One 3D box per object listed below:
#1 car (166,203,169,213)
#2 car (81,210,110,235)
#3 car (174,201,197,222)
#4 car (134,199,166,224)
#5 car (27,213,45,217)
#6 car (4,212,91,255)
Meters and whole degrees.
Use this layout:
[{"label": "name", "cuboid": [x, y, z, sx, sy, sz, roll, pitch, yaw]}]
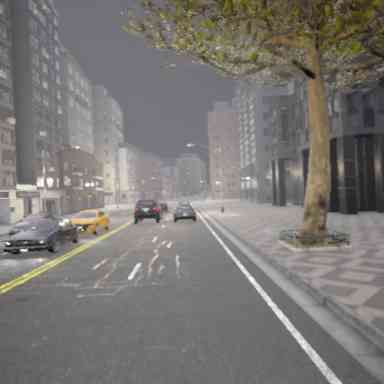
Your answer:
[{"label": "car", "cuboid": [-4.273, 2.027, 45.959, 1.882, 1.535, 5.008, -3, 0, -2]}, {"label": "car", "cuboid": [-6.996, 2.000, 22.778, 1.882, 1.535, 5.008, -3, 0, -2]}, {"label": "car", "cuboid": [-0.629, 1.842, 29.697, 1.994, 1.385, 4.181, -3, 0, -1]}, {"label": "car", "cuboid": [-3.849, 1.648, 29.820, 2.150, 2.045, 5.566, -3, 0, -1]}, {"label": "car", "cuboid": [-10.232, 2.193, 22.179, 1.812, 1.442, 4.674, -3, -1, -1]}, {"label": "car", "cuboid": [-6.908, 2.014, 16.229, 2.033, 1.411, 5.357, -3, 0, -1]}]
